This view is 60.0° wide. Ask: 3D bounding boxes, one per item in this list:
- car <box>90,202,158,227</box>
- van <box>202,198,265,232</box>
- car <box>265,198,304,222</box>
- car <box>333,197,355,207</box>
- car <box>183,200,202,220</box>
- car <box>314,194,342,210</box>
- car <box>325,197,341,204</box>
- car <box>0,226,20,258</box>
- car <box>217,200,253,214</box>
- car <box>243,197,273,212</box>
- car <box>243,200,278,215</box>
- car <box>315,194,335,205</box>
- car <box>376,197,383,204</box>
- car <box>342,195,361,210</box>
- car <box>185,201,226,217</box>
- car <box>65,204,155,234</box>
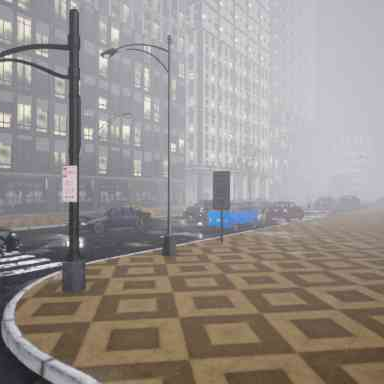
[{"bbox_3d":[-4.780,1.540,23.958,1.752,1.417,4.829,0,0,38],"label":"car"},{"bbox_3d":[2.613,1.368,20.250,1.690,1.788,3.998,0,0,38],"label":"van"},{"bbox_3d":[7.570,1.473,26.882,1.967,1.590,4.097,0,0,38],"label":"car"},{"bbox_3d":[23.988,1.552,52.287,2.128,1.511,4.902,0,0,37],"label":"car"},{"bbox_3d":[1.262,1.375,27.552,2.097,1.767,4.553,0,0,38],"label":"car"},{"bbox_3d":[17.940,1.400,44.423,2.097,1.767,4.553,0,0,38],"label":"car"},{"bbox_3d":[28.445,1.625,66.977,2.008,1.369,4.403,0,0,38],"label":"car"},{"bbox_3d":[-8.128,1.501,10.529,2.128,1.511,4.902,0,0,38],"label":"car"},{"bbox_3d":[4.713,1.571,36.097,1.887,1.381,4.507,0,0,38],"label":"car"},{"bbox_3d":[8.103,1.471,40.508,1.967,1.590,4.097,0,0,38],"label":"car"},{"bbox_3d":[7.307,1.594,35.406,1.994,1.385,4.181,0,0,38],"label":"car"},{"bbox_3d":[25.055,1.381,62.566,2.192,1.841,5.009,0,0,38],"label":"car"},{"bbox_3d":[38.082,1.659,66.585,1.947,1.339,4.313,0,0,38],"label":"car"},{"bbox_3d":[21.131,1.369,44.529,2.192,1.841,5.009,0,0,38],"label":"car"},{"bbox_3d":[1.322,1.604,31.685,1.802,1.307,4.206,0,0,38],"label":"car"},{"bbox_3d":[-4.711,1.564,19.788,2.033,1.411,5.357,0,0,38],"label":"car"}]
